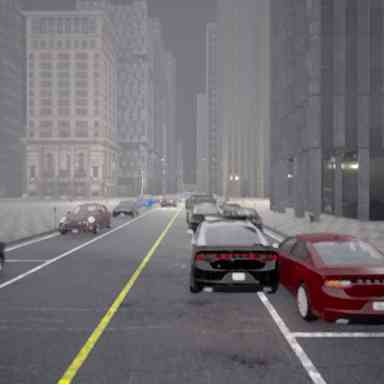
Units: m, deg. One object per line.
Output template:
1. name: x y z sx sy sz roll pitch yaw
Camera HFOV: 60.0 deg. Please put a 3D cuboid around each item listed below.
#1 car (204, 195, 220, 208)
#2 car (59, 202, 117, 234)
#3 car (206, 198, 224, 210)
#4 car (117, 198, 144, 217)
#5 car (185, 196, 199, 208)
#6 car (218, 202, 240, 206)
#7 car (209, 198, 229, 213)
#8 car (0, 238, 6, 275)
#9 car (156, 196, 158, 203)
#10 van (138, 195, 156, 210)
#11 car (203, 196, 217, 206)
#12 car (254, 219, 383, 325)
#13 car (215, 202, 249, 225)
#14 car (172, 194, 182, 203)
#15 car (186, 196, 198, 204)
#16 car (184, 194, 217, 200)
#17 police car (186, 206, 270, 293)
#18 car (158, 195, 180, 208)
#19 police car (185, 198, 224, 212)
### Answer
1. car: 2.768 1.285 46.575 1.967 1.590 4.097 0 0 0
2. car: -5.763 1.384 18.370 1.967 1.590 4.097 0 0 0
3. car: 2.767 1.417 40.934 2.008 1.369 4.403 0 0 0
4. car: -5.760 1.472 29.653 1.947 1.339 4.313 0 0 0
5. car: 0.034 1.354 45.398 1.837 1.490 4.892 0 0 1
6. car: 2.763 1.495 18.371 2.008 1.369 4.403 0 0 0
7. car: 2.766 1.411 35.463 1.752 1.417 4.829 0 0 0
8. car: -5.764 1.545 7.089 1.947 1.339 4.313 0 0 0
9. car: -5.755 1.352 57.858 2.008 1.369 4.403 0 0 0
10. van: -5.759 1.207 40.934 1.690 1.788 3.998 0 0 0
11. car: 2.769 1.373 52.216 2.008 1.369 4.403 0 0 0
12. car: 2.761 1.524 7.090 1.887 1.381 4.507 0 0 0
13. car: 2.764 1.491 24.012 1.947 1.339 4.313 0 0 0
14. car: -2.989 1.117 61.856 2.097 1.767 4.553 0 0 0
15. car: 0.010 1.362 58.464 1.994 1.385 4.181 0 0 0
16. car: 0.681 1.146 24.855 2.150 2.045 5.566 0 0 0
17. police car: 0.889 1.400 8.936 1.930 1.638 5.238 0 0 0
18. car: -3.032 1.418 44.284 1.994 1.385 4.181 0 0 0
19. police car: 0.775 1.368 18.908 1.930 1.638 5.238 0 0 -2
